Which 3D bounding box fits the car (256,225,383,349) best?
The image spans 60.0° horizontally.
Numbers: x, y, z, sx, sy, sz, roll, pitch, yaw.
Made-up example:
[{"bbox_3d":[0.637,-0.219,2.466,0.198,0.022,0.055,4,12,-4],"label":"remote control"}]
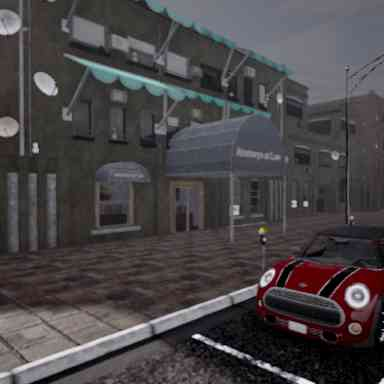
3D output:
[{"bbox_3d":[2.938,1.439,6.241,1.967,1.590,4.097,-1,0,45],"label":"car"}]
